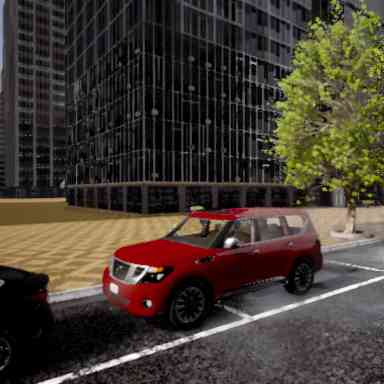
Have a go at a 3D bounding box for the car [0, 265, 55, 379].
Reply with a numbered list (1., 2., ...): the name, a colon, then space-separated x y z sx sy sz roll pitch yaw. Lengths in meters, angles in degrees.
1. car: -3.878 1.569 3.793 4.313 1.339 1.947 0 0 -36

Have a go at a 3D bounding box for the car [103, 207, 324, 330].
1. car: 0.736 1.299 7.084 5.009 1.841 2.192 0 0 -36
